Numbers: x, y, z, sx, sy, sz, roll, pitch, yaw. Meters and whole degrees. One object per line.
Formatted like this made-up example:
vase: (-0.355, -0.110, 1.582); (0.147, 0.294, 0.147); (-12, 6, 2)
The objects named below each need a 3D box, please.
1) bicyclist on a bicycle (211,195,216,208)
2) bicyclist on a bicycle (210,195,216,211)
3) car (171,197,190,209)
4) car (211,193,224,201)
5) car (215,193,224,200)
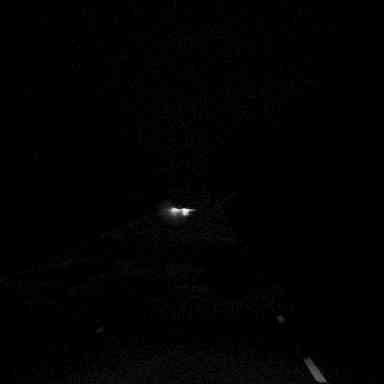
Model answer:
bicyclist on a bicycle: (2.844, 1.181, 43.508); (0.582, 1.620, 1.656); (0, 0, 5)
bicyclist on a bicycle: (2.122, 1.236, 34.578); (0.582, 1.620, 1.656); (0, 0, 4)
car: (-1.313, 1.307, 40.690); (1.994, 1.385, 4.181); (0, 0, 5)
car: (4.985, 1.158, 69.188); (2.033, 1.411, 5.357); (0, 0, 8)
car: (6.616, 1.040, 79.833); (1.882, 1.535, 5.008); (0, 0, 10)
